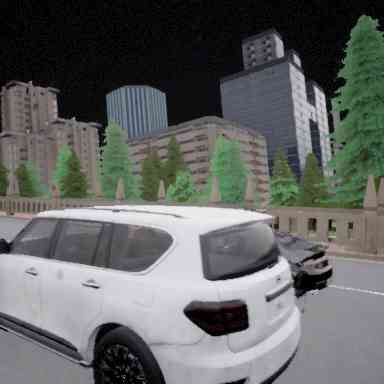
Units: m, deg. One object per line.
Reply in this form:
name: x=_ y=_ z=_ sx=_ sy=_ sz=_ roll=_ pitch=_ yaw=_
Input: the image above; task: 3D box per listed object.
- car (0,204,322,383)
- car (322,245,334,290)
car: x=-1.296 y=1.202 z=4.915 sx=5.566 sy=2.045 sz=2.150 roll=1 pitch=0 yaw=35
car: x=0.678 y=1.471 z=7.807 sx=4.902 sy=1.511 sz=2.128 roll=1 pitch=0 yaw=35
